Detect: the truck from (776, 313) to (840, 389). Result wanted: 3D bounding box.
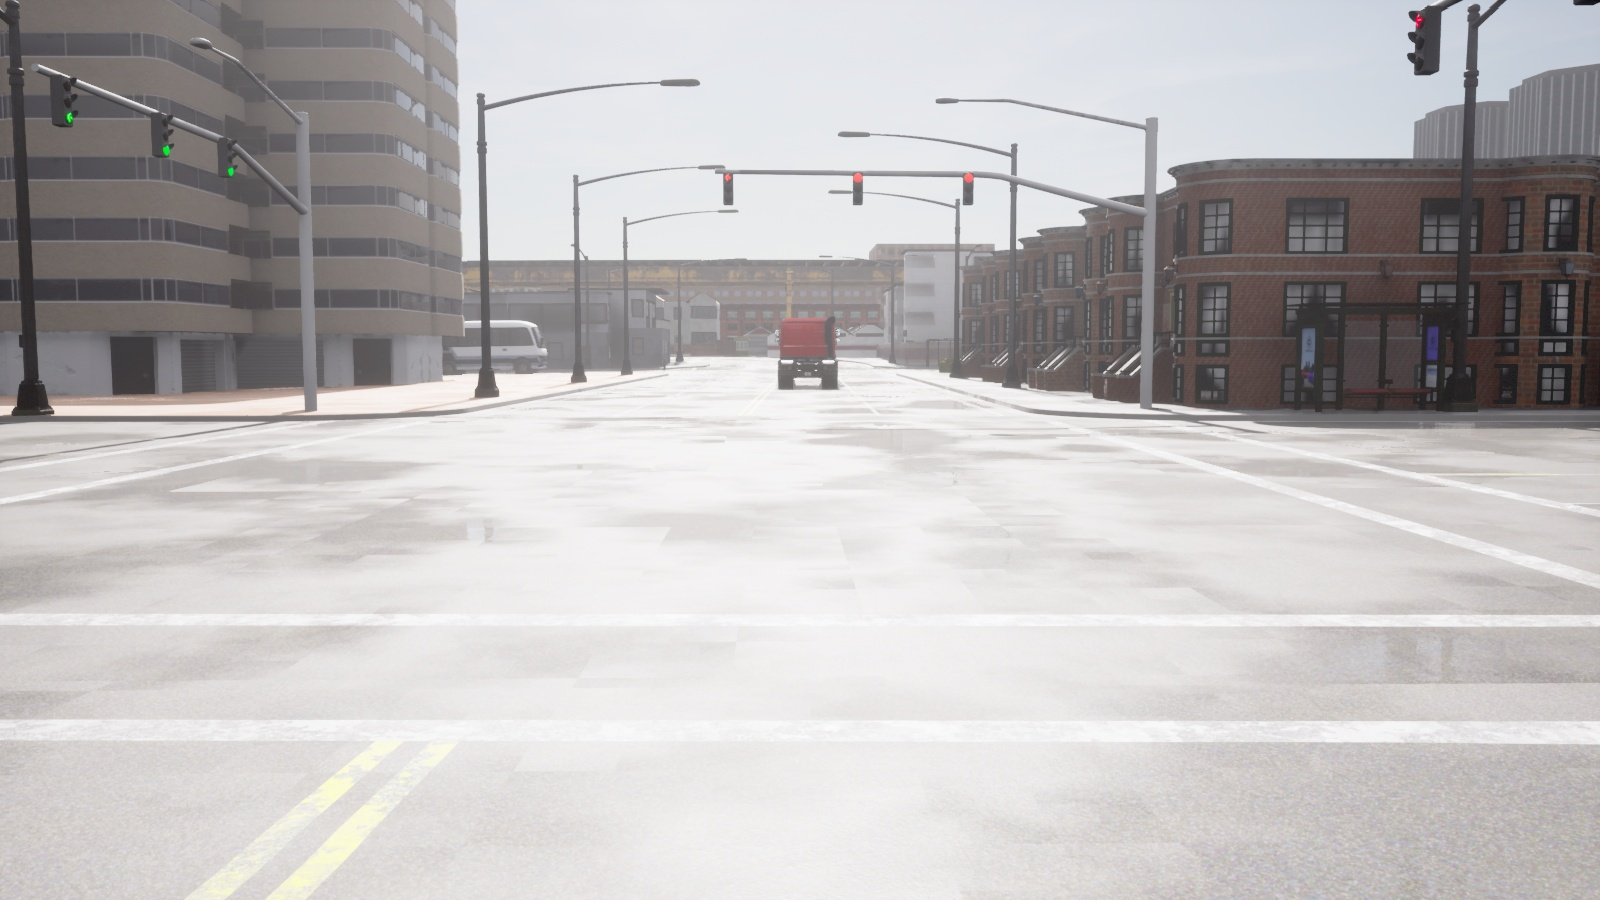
[{"bbox_3d":[0.378,-4.804,61.005,2.891,3.462,7.936,0,5,0],"label":"truck"}]
